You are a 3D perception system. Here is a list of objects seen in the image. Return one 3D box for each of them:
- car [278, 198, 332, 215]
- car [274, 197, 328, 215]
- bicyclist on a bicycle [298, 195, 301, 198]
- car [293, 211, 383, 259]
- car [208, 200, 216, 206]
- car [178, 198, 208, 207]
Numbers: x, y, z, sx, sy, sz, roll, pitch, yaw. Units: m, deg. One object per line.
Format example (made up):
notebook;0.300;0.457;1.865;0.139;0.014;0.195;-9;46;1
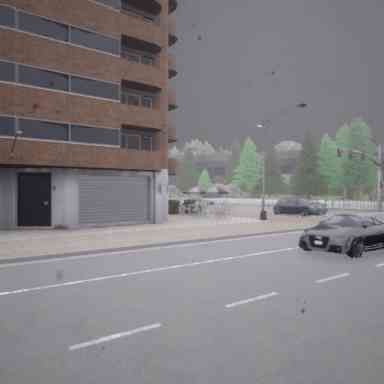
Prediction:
car;11.414;1.433;33.847;2.128;1.511;4.902;0;0;-36
car;9.719;1.293;30.227;2.097;1.767;4.553;0;0;-36
bicyclist on a bicycle;15.294;1.241;47.289;1.656;1.620;0.582;0;0;-36
car;5.976;1.562;12.682;4.181;1.385;1.994;0;0;-36
car;1.372;1.505;47.072;1.994;1.385;4.181;0;0;-42
car;-0.514;1.468;44.026;1.812;1.442;4.674;0;0;-40
